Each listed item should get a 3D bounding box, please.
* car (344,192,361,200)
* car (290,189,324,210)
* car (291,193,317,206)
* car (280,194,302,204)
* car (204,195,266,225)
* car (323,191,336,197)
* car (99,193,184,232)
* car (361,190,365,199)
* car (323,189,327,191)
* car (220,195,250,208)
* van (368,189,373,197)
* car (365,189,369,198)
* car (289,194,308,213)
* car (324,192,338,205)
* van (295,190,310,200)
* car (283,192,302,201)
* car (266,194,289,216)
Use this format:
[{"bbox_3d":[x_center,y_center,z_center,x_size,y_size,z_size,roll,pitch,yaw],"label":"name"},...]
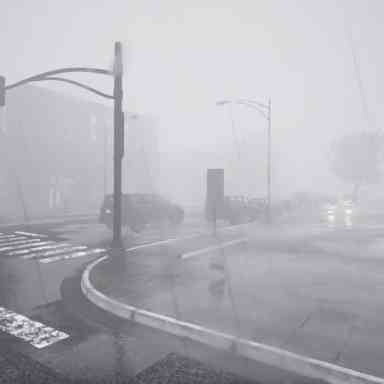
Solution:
[{"bbox_3d":[27.965,0.788,58.623,2.008,1.369,4.403,1,2,35],"label":"car"},{"bbox_3d":[12.196,0.893,35.831,2.192,1.841,5.009,1,2,35],"label":"car"},{"bbox_3d":[15.046,0.924,44.604,1.882,1.535,5.008,1,1,35],"label":"car"},{"bbox_3d":[14.823,0.971,49.650,1.895,1.301,4.718,1,1,35],"label":"car"},{"bbox_3d":[2.732,1.093,22.157,2.192,1.841,5.009,1,2,35],"label":"car"},{"bbox_3d":[33.684,0.437,81.612,2.008,1.369,4.403,2,2,35],"label":"car"},{"bbox_3d":[-2.708,1.044,19.043,2.150,2.045,5.566,1,1,35],"label":"car"},{"bbox_3d":[31.119,0.751,63.181,1.802,1.307,4.206,1,2,35],"label":"car"},{"bbox_3d":[27.377,0.465,72.494,1.967,1.590,4.097,1,2,35],"label":"car"},{"bbox_3d":[5.295,1.069,40.594,1.947,1.339,4.313,1,2,35],"label":"car"},{"bbox_3d":[40.585,0.302,76.849,1.690,1.788,3.998,1,2,35],"label":"van"},{"bbox_3d":[34.371,0.623,67.877,1.752,1.417,4.829,1,2,35],"label":"car"},{"bbox_3d":[9.039,1.195,31.278,2.008,1.369,4.403,1,2,35],"label":"car"},{"bbox_3d":[18.502,1.008,44.951,1.947,1.339,4.313,1,2,35],"label":"car"},{"bbox_3d":[21.069,0.504,63.376,1.690,1.788,3.998,1,2,35],"label":"van"},{"bbox_3d":[17.816,0.759,58.683,1.752,1.417,4.829,1,2,35],"label":"car"},{"bbox_3d":[5.885,1.152,26.717,1.967,1.590,4.097,1,2,35],"label":"car"}]
